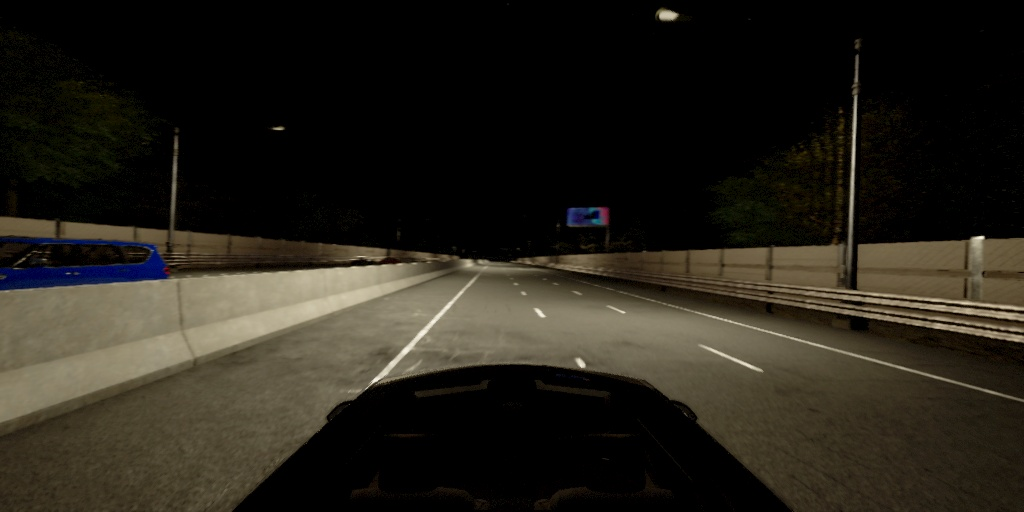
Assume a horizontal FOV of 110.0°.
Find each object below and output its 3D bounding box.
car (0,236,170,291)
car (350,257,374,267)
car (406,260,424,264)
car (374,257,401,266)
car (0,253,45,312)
[{"bbox_3d":[-11.039,0.558,8.211,2.150,2.045,5.566,2,-1,-3],"label":"car"},{"bbox_3d":[-19.984,0.861,48.194,1.895,1.301,4.718,2,0,-2],"label":"car"},{"bbox_3d":[-13.002,1.157,48.555,1.895,1.301,4.718,2,0,-2],"label":"car"},{"bbox_3d":[-16.491,0.885,48.363,1.882,1.535,5.008,2,0,-2],"label":"car"},{"bbox_3d":[-14.534,0.676,7.905,2.128,1.511,4.902,2,0,-3],"label":"car"}]
